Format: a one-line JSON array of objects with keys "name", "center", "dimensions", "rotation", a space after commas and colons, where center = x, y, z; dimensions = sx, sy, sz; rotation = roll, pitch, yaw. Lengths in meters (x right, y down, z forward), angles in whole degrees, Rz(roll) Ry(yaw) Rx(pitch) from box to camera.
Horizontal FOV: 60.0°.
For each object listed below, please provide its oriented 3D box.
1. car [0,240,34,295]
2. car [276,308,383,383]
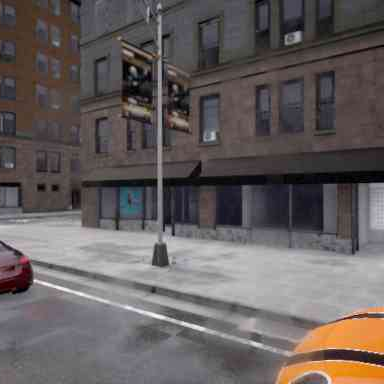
[{"name": "car", "center": [-5.482, 1.559, 7.582], "dimensions": [4.181, 1.385, 1.994], "rotation": [0, 0, 36]}, {"name": "car", "center": [2.712, 1.356, 1.752], "dimensions": [4.553, 1.767, 2.097], "rotation": [0, 0, 36]}]
